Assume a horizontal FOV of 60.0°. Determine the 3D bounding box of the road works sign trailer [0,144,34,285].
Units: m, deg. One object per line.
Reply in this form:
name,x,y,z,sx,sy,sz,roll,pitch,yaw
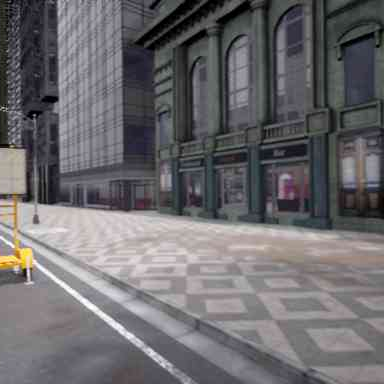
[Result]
road works sign trailer,-5.662,0.503,8.726,2.380,3.560,2.880,-1,0,-36
